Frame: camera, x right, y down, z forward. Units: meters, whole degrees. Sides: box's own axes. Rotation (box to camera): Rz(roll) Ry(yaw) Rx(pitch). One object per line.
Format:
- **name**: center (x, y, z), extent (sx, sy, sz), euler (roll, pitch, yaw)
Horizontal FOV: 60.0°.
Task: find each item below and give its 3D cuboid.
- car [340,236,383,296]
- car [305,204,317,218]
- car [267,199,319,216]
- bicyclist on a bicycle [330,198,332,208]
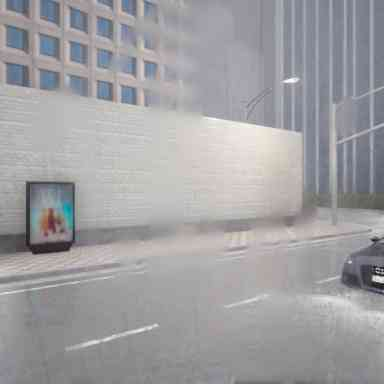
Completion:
- **car**: center (5.368, 1.564, 7.791), extent (4.181, 1.385, 1.994), euler (0, 0, -35)
- **car**: center (9.065, 1.533, 30.770), extent (1.882, 1.535, 5.008), euler (0, 0, -36)
- **car**: center (10.446, 1.547, 34.856), extent (2.128, 1.511, 4.902), euler (0, 0, -36)
- **bicyclist on a bicycle**: center (18.668, 1.356, 43.951), extent (1.656, 1.620, 0.582), euler (0, 0, -36)
